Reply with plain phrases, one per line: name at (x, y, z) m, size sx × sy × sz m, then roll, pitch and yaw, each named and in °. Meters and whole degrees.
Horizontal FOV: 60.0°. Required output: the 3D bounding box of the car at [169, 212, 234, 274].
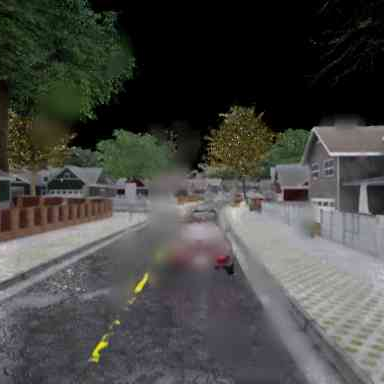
car at (0.304, 1.618, 10.832) m, size 1.812 × 1.442 × 4.674 m, roll 0°, pitch 0°, yaw 1°

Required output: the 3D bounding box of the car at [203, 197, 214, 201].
car at (3.630, 1.871, 71.987) m, size 1.837 × 1.490 × 4.892 m, roll 0°, pitch 0°, yaw 10°

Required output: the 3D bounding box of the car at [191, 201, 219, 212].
car at (0.960, 1.694, 25.099) m, size 2.128 × 1.511 × 4.902 m, roll 0°, pitch -1°, yaw 3°
